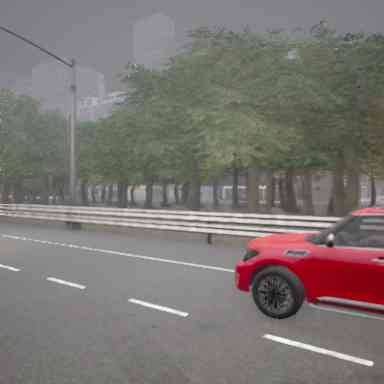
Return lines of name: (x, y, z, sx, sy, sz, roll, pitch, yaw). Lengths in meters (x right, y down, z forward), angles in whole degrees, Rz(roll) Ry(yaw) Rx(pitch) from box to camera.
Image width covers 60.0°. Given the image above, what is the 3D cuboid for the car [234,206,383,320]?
car: (3.491, 1.224, 5.676, 5.566, 2.045, 2.150, 0, 0, 35)
